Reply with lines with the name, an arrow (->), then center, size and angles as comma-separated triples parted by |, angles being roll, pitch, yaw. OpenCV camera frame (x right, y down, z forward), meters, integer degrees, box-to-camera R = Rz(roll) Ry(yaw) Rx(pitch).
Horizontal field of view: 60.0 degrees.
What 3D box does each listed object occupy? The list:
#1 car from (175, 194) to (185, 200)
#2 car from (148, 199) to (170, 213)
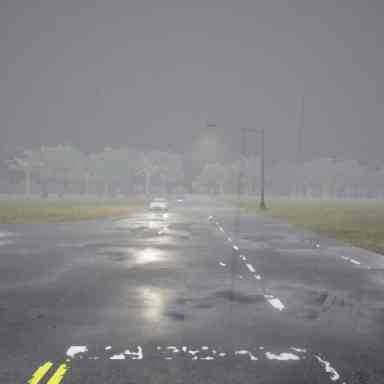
car -> -2.923, 1.289, 82.440 | 2.033, 1.411, 5.357 | 0, 0, 6
car -> -3.531, 1.454, 36.046 | 1.812, 1.442, 4.674 | 0, 0, 0
